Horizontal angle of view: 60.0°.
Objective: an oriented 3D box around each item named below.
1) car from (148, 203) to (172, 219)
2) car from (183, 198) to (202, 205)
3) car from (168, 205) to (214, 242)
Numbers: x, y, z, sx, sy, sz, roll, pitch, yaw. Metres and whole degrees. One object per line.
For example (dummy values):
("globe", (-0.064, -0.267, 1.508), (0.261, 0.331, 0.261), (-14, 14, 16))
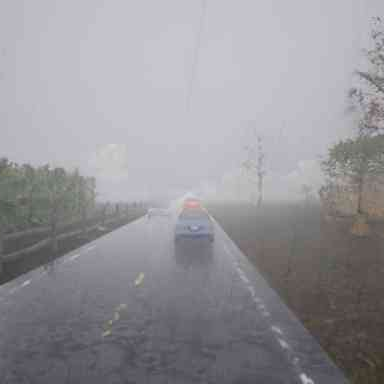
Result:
("car", (-2.749, 1.662, 29.325), (1.895, 1.301, 4.718), (0, 0, 0))
("car", (0.083, 1.426, 38.305), (2.097, 1.767, 4.553), (0, 0, 0))
("car", (0.103, 1.586, 16.578), (2.033, 1.411, 5.357), (0, 0, 0))
